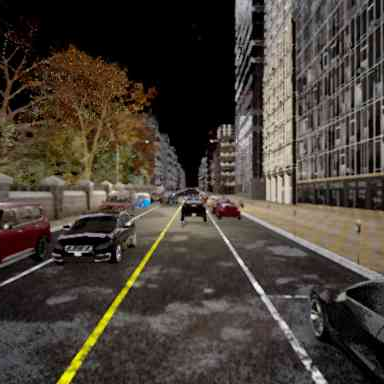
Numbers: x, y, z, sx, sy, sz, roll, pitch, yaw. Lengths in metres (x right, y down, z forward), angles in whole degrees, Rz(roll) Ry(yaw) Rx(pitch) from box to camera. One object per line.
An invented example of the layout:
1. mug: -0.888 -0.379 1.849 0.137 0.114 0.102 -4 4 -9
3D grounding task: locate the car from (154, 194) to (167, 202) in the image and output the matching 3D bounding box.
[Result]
1. car: -5.608 1.072 59.217 1.887 1.381 4.507 1 1 0

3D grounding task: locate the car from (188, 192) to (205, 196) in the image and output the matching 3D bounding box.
1. car: 0.152 1.029 41.590 2.097 1.767 4.553 0 0 0

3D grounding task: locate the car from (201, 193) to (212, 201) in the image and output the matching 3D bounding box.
1. car: 2.779 1.022 64.786 1.887 1.381 4.507 1 1 0

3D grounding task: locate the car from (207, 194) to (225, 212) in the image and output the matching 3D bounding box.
1. car: 2.738 1.203 31.081 1.967 1.590 4.097 1 0 0

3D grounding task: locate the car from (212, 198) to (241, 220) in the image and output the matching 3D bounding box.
1. car: 2.729 1.390 25.465 1.802 1.307 4.206 1 0 0

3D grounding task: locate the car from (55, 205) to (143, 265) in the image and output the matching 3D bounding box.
1. car: -3.086 1.421 11.433 1.837 1.490 4.892 0 0 0

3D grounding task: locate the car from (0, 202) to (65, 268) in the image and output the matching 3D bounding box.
1. car: -5.669 1.248 9.215 2.192 1.841 5.009 1 0 0

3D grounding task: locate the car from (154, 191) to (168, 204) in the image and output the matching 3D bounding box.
1. car: -5.612 0.892 53.601 2.192 1.841 5.009 1 0 0

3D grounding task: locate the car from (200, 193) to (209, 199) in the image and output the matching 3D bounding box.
1. car: 2.794 0.918 76.021 1.887 1.381 4.507 1 1 0

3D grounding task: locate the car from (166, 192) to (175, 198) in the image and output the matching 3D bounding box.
1. car: -5.571 0.707 87.283 1.967 1.590 4.097 1 1 0

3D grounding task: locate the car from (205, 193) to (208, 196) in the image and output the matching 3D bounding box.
1. car: 2.752 1.196 42.487 1.752 1.417 4.829 1 0 0

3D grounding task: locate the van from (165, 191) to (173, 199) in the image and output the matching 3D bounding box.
1. van: -5.577 0.661 81.669 1.690 1.788 3.998 1 1 0

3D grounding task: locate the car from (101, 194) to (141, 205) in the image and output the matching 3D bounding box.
1. car: -5.648 1.123 25.533 2.192 1.841 5.009 1 0 0

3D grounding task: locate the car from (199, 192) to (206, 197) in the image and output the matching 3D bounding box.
1. car: 2.815 0.737 93.041 1.752 1.417 4.829 1 1 0

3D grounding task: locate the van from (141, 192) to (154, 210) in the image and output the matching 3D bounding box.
1. van: -5.634 1.058 36.760 1.690 1.788 3.998 1 0 0

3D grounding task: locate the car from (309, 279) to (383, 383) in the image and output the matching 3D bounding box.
1. car: 2.701 1.540 3.478 1.947 1.339 4.313 1 0 0

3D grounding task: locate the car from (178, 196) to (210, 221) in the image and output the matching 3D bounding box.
1. car: 0.131 1.313 25.220 1.837 1.490 4.892 0 0 0

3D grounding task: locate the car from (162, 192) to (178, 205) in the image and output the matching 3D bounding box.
1. car: -3.016 1.148 50.849 2.033 1.411 5.357 0 0 0

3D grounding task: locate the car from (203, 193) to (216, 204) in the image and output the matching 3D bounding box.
1. car: 2.766 1.017 53.551 1.967 1.590 4.097 1 1 0
